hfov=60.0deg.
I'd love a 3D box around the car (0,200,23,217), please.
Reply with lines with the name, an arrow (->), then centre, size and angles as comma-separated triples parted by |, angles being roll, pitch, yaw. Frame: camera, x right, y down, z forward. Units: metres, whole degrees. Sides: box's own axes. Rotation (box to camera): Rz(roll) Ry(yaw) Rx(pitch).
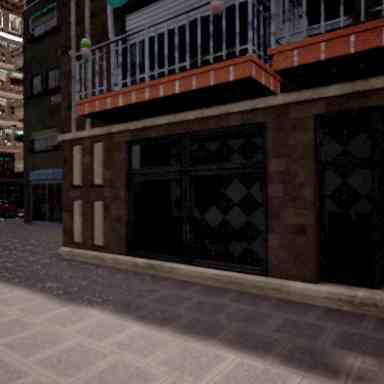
car -> -17.324, 1.461, 28.600 | 1.967, 1.590, 4.097 | 0, 1, 36
